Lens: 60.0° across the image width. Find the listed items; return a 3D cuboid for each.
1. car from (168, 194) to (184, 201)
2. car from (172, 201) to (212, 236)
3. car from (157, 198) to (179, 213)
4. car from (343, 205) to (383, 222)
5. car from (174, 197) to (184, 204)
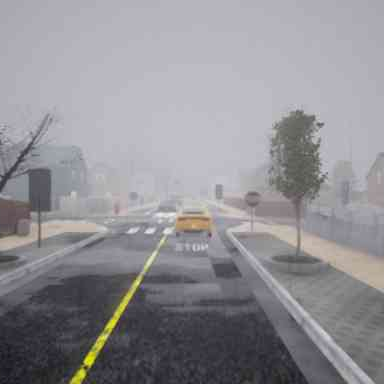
[{"bbox_3d":[-2.782,1.400,55.868,2.150,2.045,5.566,0,-1,0],"label":"car"},{"bbox_3d":[0.092,1.517,18.734,1.882,1.535,5.008,0,0,0],"label":"car"},{"bbox_3d":[-2.845,1.664,38.473,1.994,1.385,4.181,0,0,-1],"label":"car"},{"bbox_3d":[14.783,1.798,27.053,4.553,1.767,2.097,1,-1,0],"label":"car"},{"bbox_3d":[-2.746,1.803,70.935,1.994,1.385,4.181,0,0,0],"label":"car"}]
